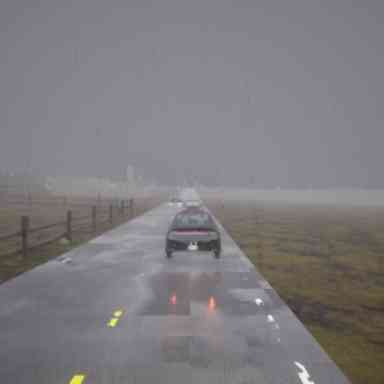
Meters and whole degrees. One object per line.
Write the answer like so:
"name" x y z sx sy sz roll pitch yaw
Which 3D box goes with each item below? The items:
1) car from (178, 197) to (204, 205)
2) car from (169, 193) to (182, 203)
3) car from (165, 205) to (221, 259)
"car" 0.059 1.410 28.310 1.812 1.442 4.674 0 1 0
"car" -2.795 0.973 57.064 2.097 1.767 4.553 0 1 0
"car" 0.049 1.472 12.559 2.128 1.511 4.902 0 0 0
